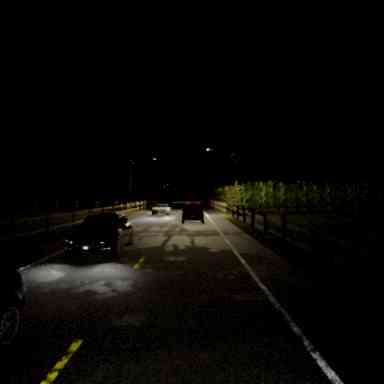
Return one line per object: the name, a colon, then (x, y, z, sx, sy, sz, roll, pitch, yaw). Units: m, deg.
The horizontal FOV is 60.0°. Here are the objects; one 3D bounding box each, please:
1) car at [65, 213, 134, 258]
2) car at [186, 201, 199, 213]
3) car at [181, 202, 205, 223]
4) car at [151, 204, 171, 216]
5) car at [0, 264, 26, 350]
car: (-3.599, 1.663, 13.669, 1.837, 1.490, 4.892, 0, -1, 0)
car: (0.059, 2.066, 45.970, 1.812, 1.442, 4.674, 0, 0, 0)
car: (0.079, 1.813, 29.182, 1.882, 1.535, 5.008, 0, 0, 0)
car: (-3.540, 2.051, 38.423, 1.895, 1.301, 4.718, 0, -1, 0)
car: (-3.581, 1.571, 3.641, 1.812, 1.442, 4.674, 0, -1, 0)
